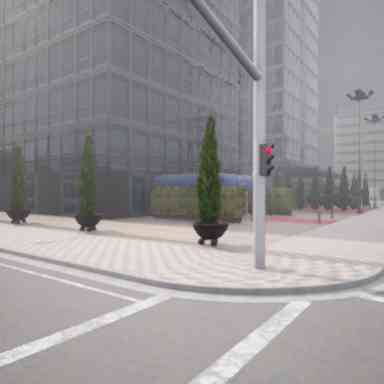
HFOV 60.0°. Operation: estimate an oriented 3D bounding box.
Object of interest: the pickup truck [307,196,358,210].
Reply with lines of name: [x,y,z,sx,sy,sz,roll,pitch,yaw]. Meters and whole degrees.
pickup truck: [16.526,1.023,38.915,6.274,2.098,2.390,0,0,-24]
